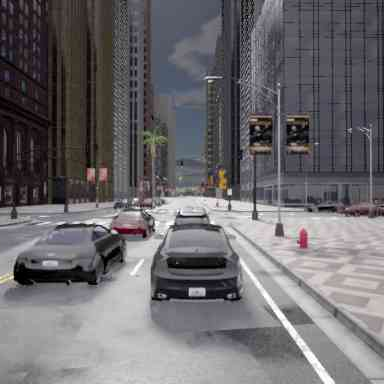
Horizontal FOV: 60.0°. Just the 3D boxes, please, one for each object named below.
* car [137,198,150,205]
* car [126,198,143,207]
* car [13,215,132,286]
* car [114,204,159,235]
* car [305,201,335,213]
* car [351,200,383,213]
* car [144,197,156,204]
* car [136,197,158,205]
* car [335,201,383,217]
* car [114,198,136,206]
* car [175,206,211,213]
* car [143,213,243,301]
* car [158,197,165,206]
[{"bbox_3d":[-9.867,1.926,67.730,1.994,1.385,4.181,0,0,1],"label":"car"},{"bbox_3d":[-9.928,1.778,57.844,2.128,1.511,4.902,0,0,0],"label":"car"},{"bbox_3d":[-3.167,1.577,9.463,1.994,1.385,4.181,0,0,0],"label":"car"},{"bbox_3d":[-3.183,1.606,18.318,1.994,1.385,4.181,0,0,0],"label":"car"},{"bbox_3d":[15.123,1.662,37.759,4.313,1.339,1.947,0,0,-1],"label":"car"},{"bbox_3d":[20.762,1.643,37.856,4.313,1.339,1.947,0,0,-1],"label":"car"},{"bbox_3d":[-9.881,1.990,78.324,2.033,1.411,5.357,0,0,0],"label":"car"},{"bbox_3d":[-6.679,1.709,50.020,1.882,1.535,5.008,0,0,0],"label":"car"},{"bbox_3d":[15.267,1.577,29.235,4.206,1.307,1.802,0,0,-1],"label":"car"},{"bbox_3d":[-9.930,1.767,48.290,2.033,1.411,5.357,0,0,0],"label":"car"},{"bbox_3d":[0.028,1.535,18.461,2.128,1.511,4.902,0,0,0],"label":"car"},{"bbox_3d":[0.087,1.516,8.300,1.837,1.490,4.892,0,0,0],"label":"car"},{"bbox_3d":[-6.670,1.655,60.057,2.097,1.767,4.553,0,0,0],"label":"car"}]
